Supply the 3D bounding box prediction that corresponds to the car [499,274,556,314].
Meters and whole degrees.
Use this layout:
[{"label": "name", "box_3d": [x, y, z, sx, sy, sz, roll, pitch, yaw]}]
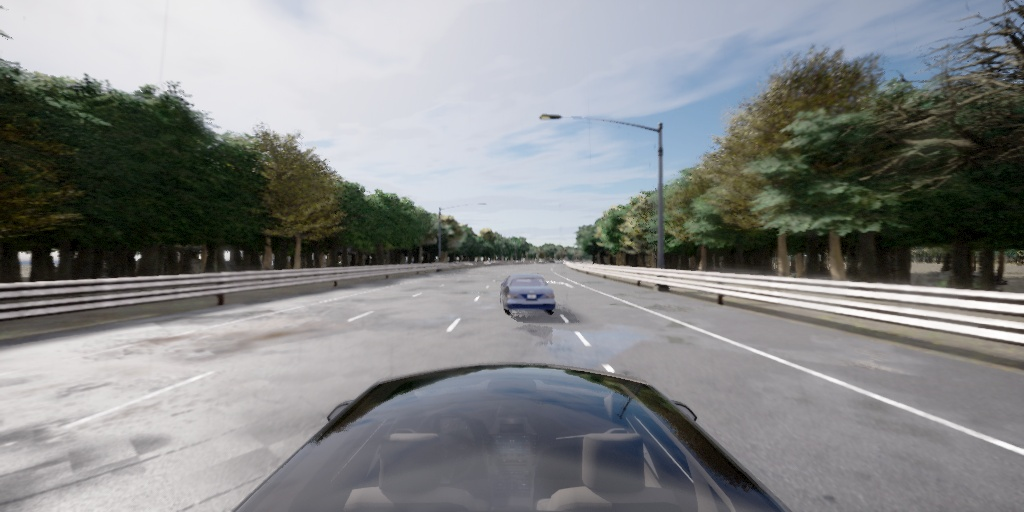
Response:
[{"label": "car", "box_3d": [0.500, 1.407, 14.362, 2.033, 1.411, 5.357, 0, -1, -3]}]
